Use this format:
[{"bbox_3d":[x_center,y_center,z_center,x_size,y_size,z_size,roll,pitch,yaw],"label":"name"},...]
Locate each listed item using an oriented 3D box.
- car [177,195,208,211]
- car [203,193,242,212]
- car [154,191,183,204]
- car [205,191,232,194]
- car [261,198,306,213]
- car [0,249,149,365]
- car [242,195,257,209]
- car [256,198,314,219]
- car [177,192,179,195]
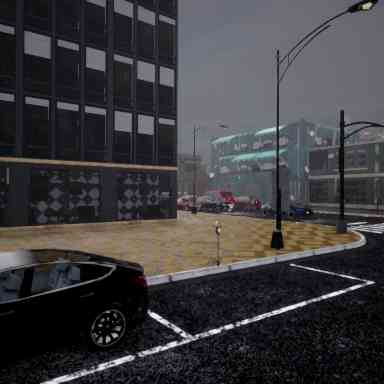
[{"bbox_3d":[-0.699,1.231,33.738,1.802,1.307,4.206,1,0,-36],"label":"car"},{"bbox_3d":[2.353,1.173,33.945,2.128,1.511,4.902,0,1,-36],"label":"car"},{"bbox_3d":[-3.769,0.794,52.111,2.192,1.841,5.009,1,0,-36],"label":"car"},{"bbox_3d":[2.552,0.867,39.085,2.150,2.045,5.566,0,0,-36],"label":"car"},{"bbox_3d":[9.339,1.340,34.217,1.802,1.307,4.206,1,0,-36],"label":"car"},{"bbox_3d":[-2.680,1.566,4.643,4.313,1.339,1.947,0,0,-35],"label":"car"},{"bbox_3d":[6.062,1.130,38.692,1.967,1.590,4.097,1,0,-36],"label":"car"},{"bbox_3d":[7.592,1.355,26.790,1.994,1.385,4.181,0,1,-36],"label":"car"},{"bbox_3d":[-0.496,1.101,47.638,2.008,1.369,4.403,1,0,-36],"label":"car"}]
